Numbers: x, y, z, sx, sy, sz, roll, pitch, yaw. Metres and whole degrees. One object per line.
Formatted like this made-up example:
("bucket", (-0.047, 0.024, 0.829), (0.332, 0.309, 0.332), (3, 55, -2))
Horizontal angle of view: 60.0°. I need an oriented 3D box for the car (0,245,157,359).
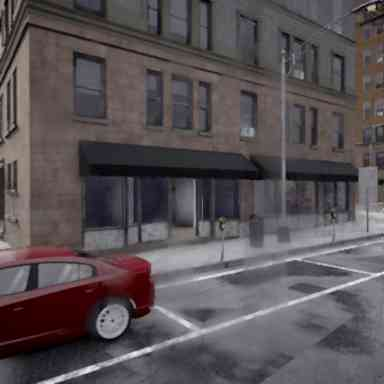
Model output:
("car", (-2.701, 1.537, 4.830), (4.507, 1.381, 1.887), (-1, 1, -35))
